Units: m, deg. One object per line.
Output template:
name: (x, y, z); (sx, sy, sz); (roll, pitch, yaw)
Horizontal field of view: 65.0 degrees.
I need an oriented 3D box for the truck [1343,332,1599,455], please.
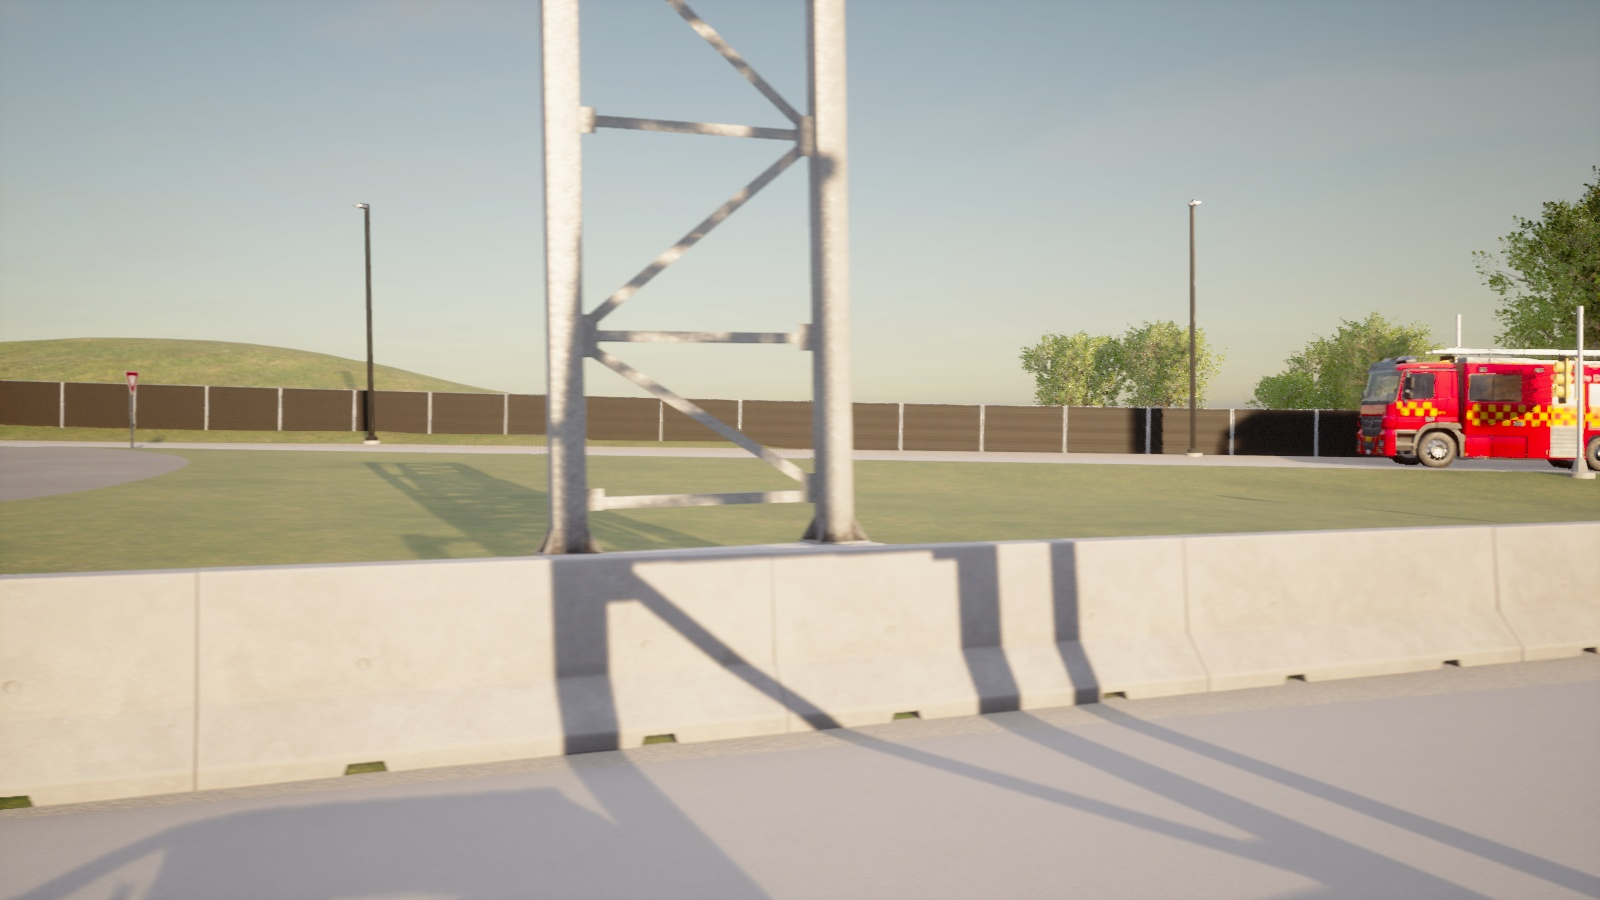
truck: (22.507, -1.793, 40.717); (8.468, 3.827, 2.891); (0, 2, 6)
